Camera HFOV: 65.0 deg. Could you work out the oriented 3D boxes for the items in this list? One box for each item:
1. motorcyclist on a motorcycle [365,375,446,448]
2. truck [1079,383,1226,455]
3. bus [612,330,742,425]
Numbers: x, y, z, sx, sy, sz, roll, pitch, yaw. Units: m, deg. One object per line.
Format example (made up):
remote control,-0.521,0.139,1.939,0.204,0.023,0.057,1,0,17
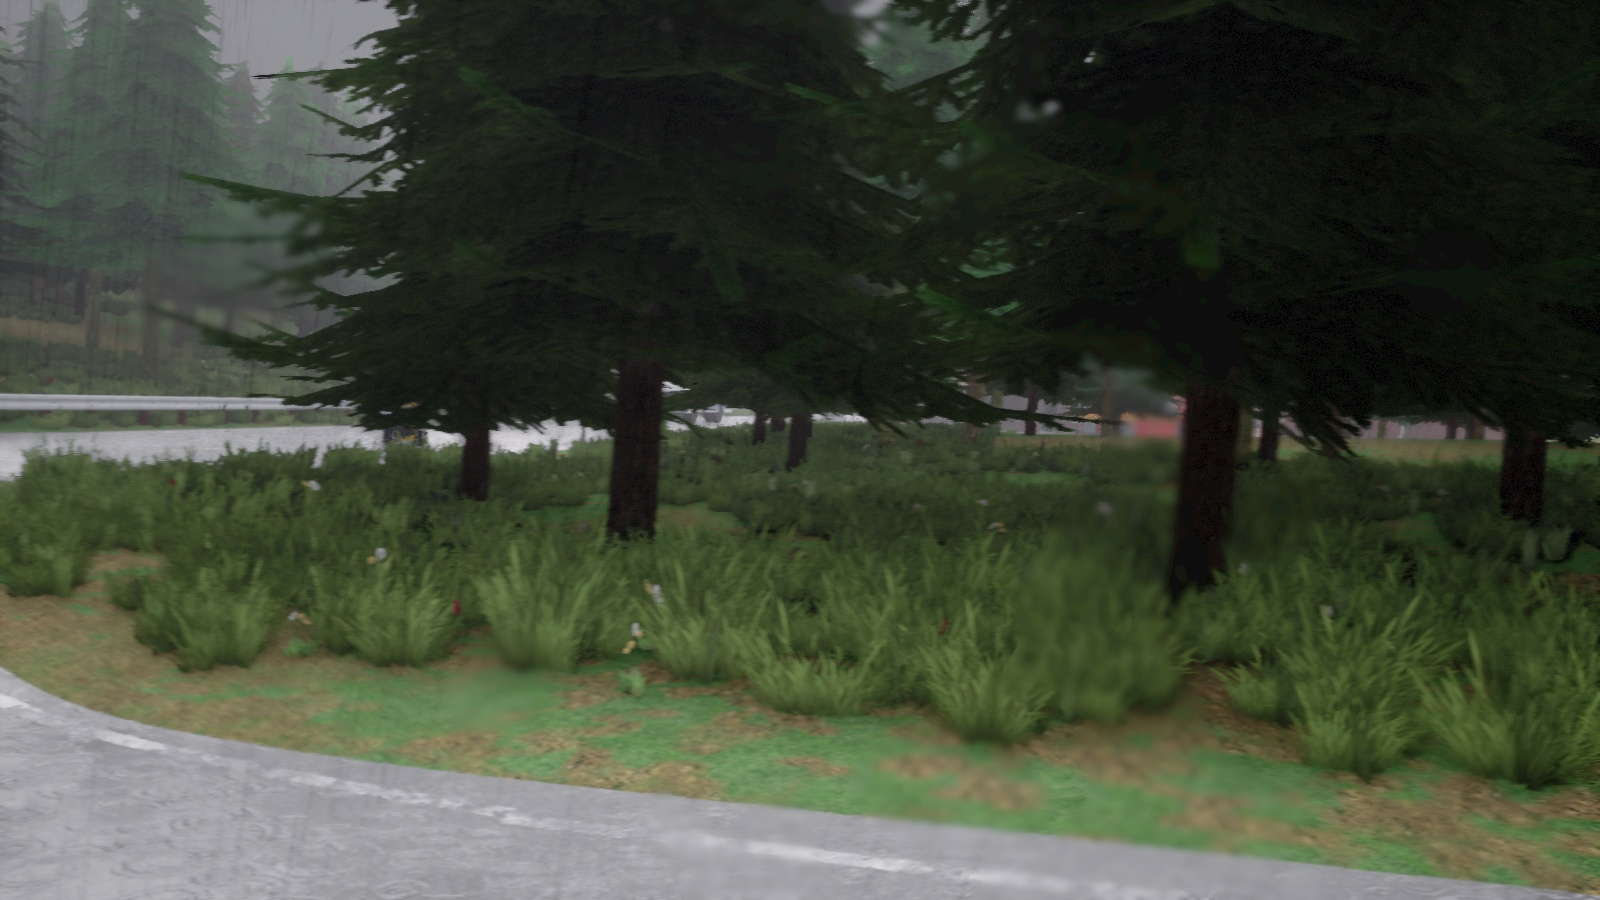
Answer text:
motorcyclist on a motorcycle,-8.787,-0.865,28.051,0.797,1.523,2.044,5,3,9
truck,22.241,-2.023,79.710,8.468,3.827,2.891,5,3,9
bus,-6.151,-3.651,65.204,3.944,4.253,10.273,5,3,9
